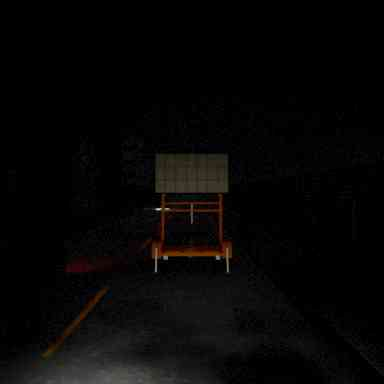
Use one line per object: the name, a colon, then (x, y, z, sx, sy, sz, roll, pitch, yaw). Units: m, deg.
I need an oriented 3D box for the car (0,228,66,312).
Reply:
car: (-4.102, 1.526, 6.766, 1.812, 1.442, 4.674, 0, 0, 0)

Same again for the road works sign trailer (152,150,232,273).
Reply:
road works sign trailer: (-0.004, 0.464, 10.652, 2.380, 3.560, 2.880, 0, 0, 0)

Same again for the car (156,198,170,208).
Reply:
car: (-4.117, 1.547, 48.194, 2.033, 1.411, 5.357, 0, 0, 0)
